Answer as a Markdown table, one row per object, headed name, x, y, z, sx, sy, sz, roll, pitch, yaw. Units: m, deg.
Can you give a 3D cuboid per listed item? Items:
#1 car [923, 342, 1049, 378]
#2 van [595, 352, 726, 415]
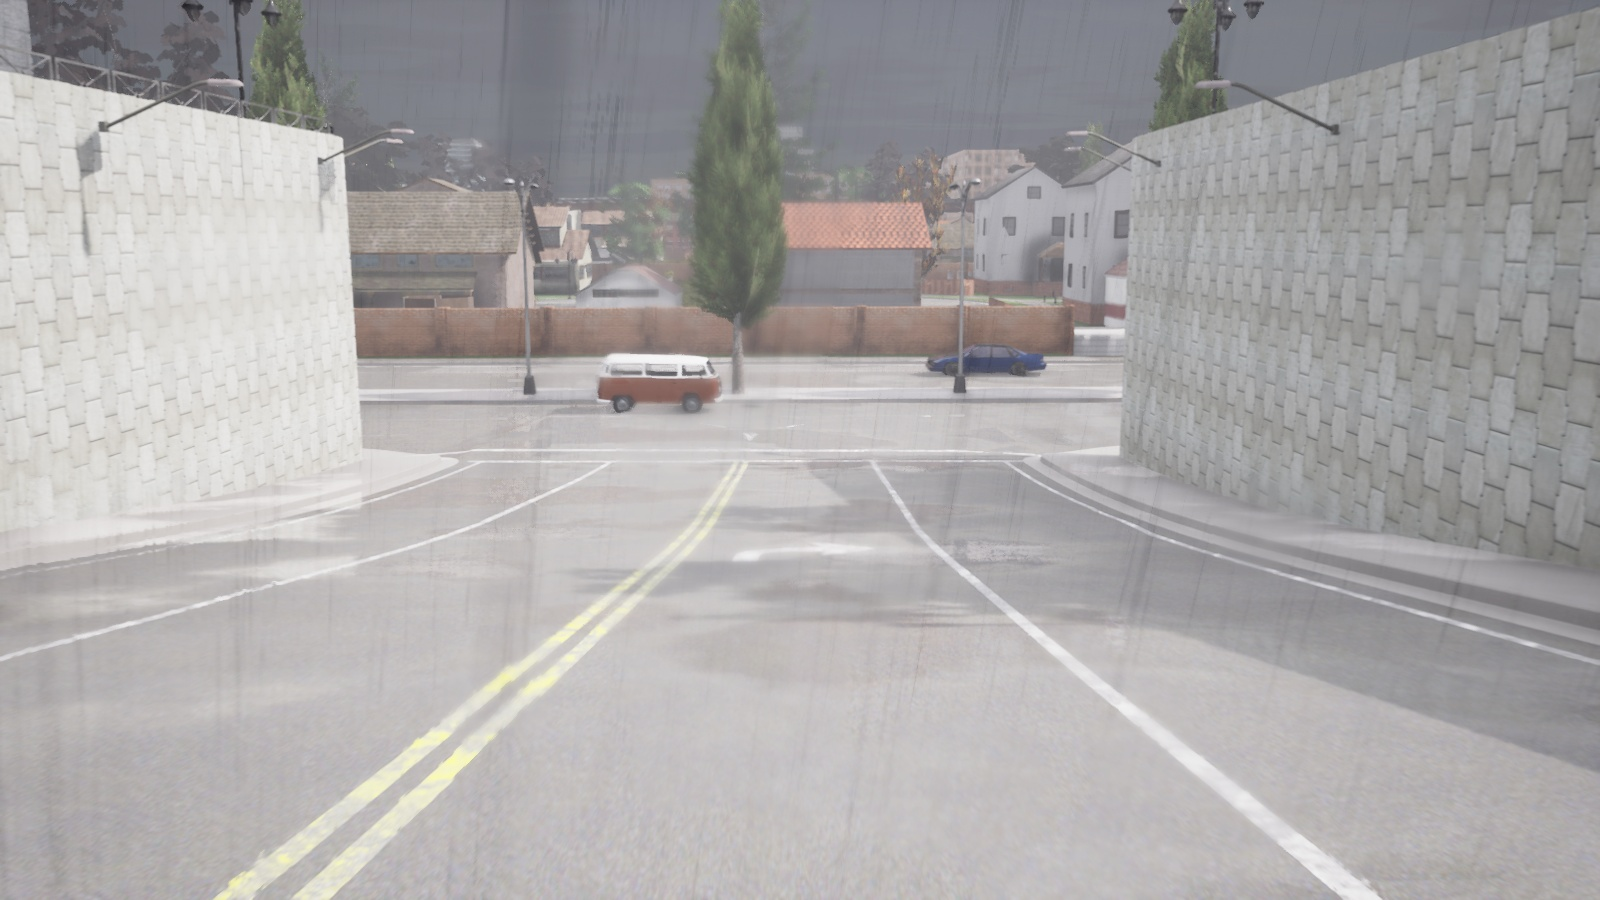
| name | x | y | z | sx | sy | sz | roll | pitch | yaw |
| --- | --- | --- | --- | --- | --- | --- | --- | --- | --- |
| car | 8.341 | -4.088 | 56.759 | 5.357 | 1.411 | 2.033 | 0 | 10 | -1 |
| van | -4.954 | -2.419 | 45.184 | 4.480 | 2.038 | 2.069 | 0 | 9 | -1 |
